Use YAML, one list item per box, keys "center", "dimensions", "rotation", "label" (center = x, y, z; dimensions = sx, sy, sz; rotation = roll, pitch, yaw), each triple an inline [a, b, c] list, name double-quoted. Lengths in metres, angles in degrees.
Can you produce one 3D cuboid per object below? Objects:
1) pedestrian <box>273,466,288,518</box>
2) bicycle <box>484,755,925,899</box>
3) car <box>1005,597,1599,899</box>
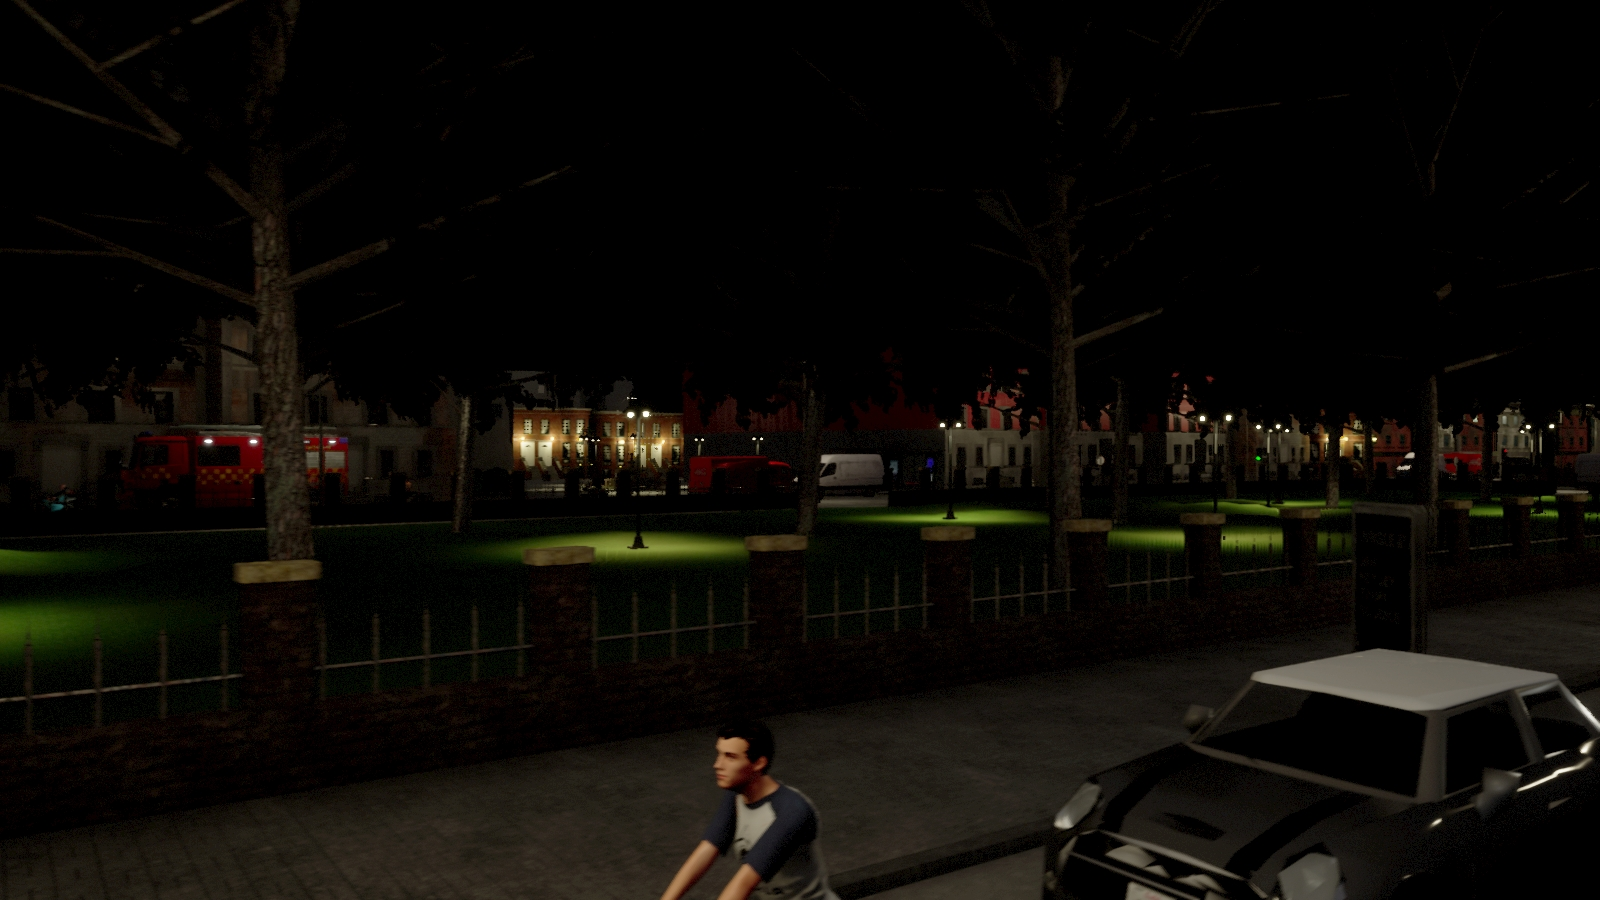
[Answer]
- center: [-18.768, 1.524, 41.273]
  dimensions: [0.375, 1.860, 0.375]
  rotation: [0, 0, -43]
  label: "pedestrian"
- center: [-0.286, 1.935, 4.185]
  dimensions: [1.643, 1.296, 0.373]
  rotation: [0, 0, -35]
  label: "bicycle"
- center: [3.270, 1.843, 6.690]
  dimensions: [3.806, 1.475, 1.970]
  rotation: [0, 0, -35]
  label: "car"
